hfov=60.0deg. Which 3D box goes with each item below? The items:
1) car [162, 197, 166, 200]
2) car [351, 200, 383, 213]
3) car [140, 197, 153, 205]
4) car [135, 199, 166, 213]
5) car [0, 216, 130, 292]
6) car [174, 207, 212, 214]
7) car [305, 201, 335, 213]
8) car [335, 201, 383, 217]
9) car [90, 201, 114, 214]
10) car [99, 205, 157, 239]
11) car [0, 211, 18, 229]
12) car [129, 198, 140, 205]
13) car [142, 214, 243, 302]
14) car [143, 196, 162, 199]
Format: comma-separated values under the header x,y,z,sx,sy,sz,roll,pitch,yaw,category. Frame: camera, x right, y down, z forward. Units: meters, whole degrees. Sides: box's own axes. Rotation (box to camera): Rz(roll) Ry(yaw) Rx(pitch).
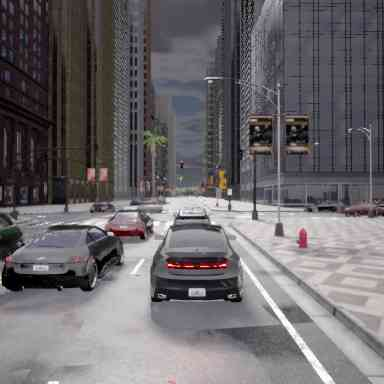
x,y,z,sx,sy,sz,roll,pitch,yaw,category
-6.599,1.740,70.436,2.097,1.767,4.553,0,0,0,car
20.772,1.644,37.913,4.313,1.339,1.947,0,0,-1,car
-9.851,1.920,71.729,2.128,1.511,4.902,0,0,0,car
-4.861,1.755,38.230,1.895,1.301,4.718,0,0,-22,car
-3.168,1.576,9.026,1.994,1.385,4.181,0,0,1,car
0.025,1.530,17.572,2.128,1.511,4.902,0,0,0,car
15.133,1.663,37.817,4.313,1.339,1.947,0,0,-1,car
15.275,1.577,29.294,4.206,1.307,1.802,0,0,-1,car
-9.902,1.711,37.019,1.994,1.385,4.181,0,0,0,car
-3.173,1.602,17.425,1.994,1.385,4.181,0,0,0,car
-6.612,1.364,9.154,2.097,1.767,4.553,0,0,0,car
-9.908,1.848,59.773,2.033,1.411,5.357,0,0,0,car
0.090,1.515,8.251,1.837,1.490,4.892,0,0,0,car
-6.667,1.746,55.388,1.882,1.535,5.008,0,-1,0,car
